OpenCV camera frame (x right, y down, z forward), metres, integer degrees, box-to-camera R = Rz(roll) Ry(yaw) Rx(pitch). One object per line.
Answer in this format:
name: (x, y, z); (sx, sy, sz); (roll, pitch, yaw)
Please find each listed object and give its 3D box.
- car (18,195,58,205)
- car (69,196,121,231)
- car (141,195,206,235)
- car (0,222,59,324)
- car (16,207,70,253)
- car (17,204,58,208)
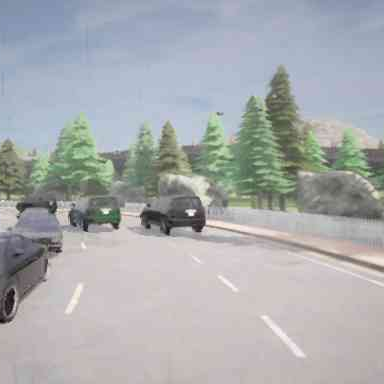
car: (-17.307, 1.353, 37.236); (5.566, 2.045, 2.150); (0, 0, 36)
car: (-6.252, 1.259, 21.124); (2.150, 2.045, 5.566); (0, 0, -31)
car: (-1.193, 1.210, 19.089); (2.150, 2.045, 5.566); (0, 0, -25)
car: (-4.360, 1.600, 6.912); (1.994, 1.385, 4.181); (-1, 0, -10)
car: (-6.298, 1.595, 13.677); (2.033, 1.411, 5.357); (-1, 0, -22)
car: (-8.434, 1.589, 18.065); (1.812, 1.442, 4.674); (-1, 0, -28)
